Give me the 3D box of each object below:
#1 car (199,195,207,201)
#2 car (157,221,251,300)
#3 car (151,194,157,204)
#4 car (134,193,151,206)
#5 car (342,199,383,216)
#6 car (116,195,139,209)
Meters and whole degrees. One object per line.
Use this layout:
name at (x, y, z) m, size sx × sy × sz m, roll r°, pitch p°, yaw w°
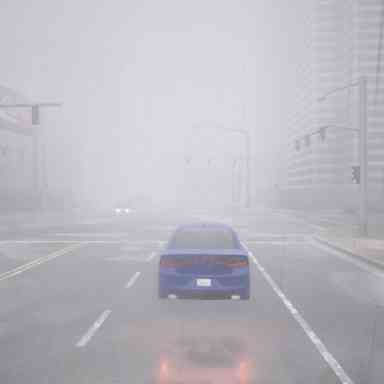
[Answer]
car at (2.781, 1.524, 86.238) m, size 1.812 × 1.442 × 4.674 m, roll 0°, pitch 0°, yaw 2°
car at (0.310, 1.478, 8.462) m, size 1.882 × 1.535 × 5.008 m, roll 0°, pitch 0°, yaw 2°
car at (-8.406, 1.547, 66.251) m, size 2.033 × 1.411 × 5.357 m, roll 0°, pitch 0°, yaw 3°
car at (-8.818, 1.221, 55.559) m, size 2.150 × 2.045 × 5.566 m, roll 0°, pitch 0°, yaw 2°
car at (17.234, 1.505, 32.366) m, size 4.892 × 1.490 × 1.837 m, roll 0°, pitch 0°, yaw 2°
car at (-9.133, 1.564, 46.216) m, size 1.994 × 1.385 × 4.181 m, roll 0°, pitch 0°, yaw 2°
